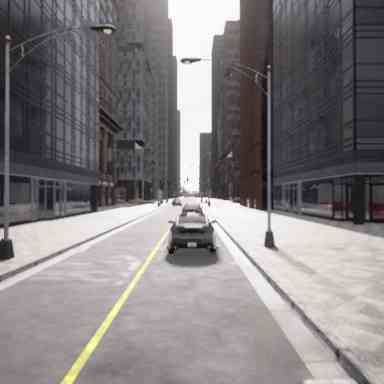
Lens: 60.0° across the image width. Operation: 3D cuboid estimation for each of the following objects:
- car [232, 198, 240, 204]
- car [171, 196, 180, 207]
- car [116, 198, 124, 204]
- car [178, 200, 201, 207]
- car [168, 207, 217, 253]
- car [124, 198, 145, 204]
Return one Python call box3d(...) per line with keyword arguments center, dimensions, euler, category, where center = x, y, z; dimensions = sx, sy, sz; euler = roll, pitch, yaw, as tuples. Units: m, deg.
box3d(center=(11.933, 2.111, 80.690), dimensions=(4.097, 1.590, 1.967), euler=(0, -1, 0), category="car")
box3d(center=(-2.988, 2.115, 65.867), dimensions=(1.812, 1.442, 4.674), euler=(0, 0, 1), category="car")
box3d(center=(-20.576, 2.385, 89.426), dimensions=(4.829, 1.417, 1.752), euler=(0, -1, 0), category="car")
box3d(center=(0.022, 1.749, 29.465), dimensions=(1.882, 1.535, 5.008), euler=(0, 0, 0), category="car")
box3d(center=(0.012, 1.641, 14.314), dimensions=(1.837, 1.490, 4.892), euler=(0, 0, 0), category="car")
box3d(center=(-14.974, 2.370, 89.389), dimensions=(4.829, 1.417, 1.752), euler=(0, -1, 0), category="car")
